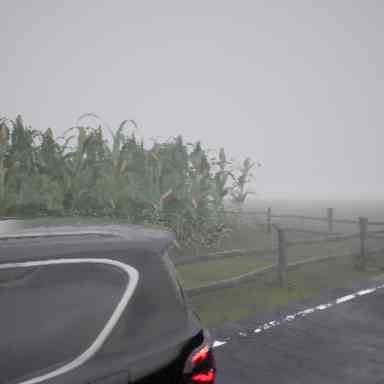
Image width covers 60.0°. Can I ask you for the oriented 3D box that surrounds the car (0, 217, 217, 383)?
[{"bbox_3d":[-2.407,1.228,1.352,5.566,2.045,2.150,0,0,-35],"label":"car"}]
